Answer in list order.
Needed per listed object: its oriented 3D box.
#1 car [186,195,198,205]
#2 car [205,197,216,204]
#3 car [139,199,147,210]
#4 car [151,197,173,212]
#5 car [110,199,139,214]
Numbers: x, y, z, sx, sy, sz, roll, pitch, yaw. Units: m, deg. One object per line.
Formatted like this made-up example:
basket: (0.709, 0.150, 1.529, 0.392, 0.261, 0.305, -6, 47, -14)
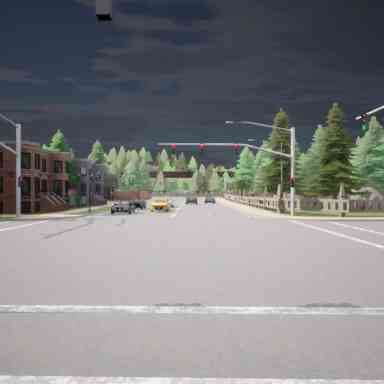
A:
car: (-0.069, 1.352, 60.161, 2.097, 1.767, 4.553, 0, 0, 0)
car: (3.526, 1.564, 65.142, 1.994, 1.385, 4.181, 0, 0, 0)
car: (-7.136, 1.601, 43.543, 1.895, 1.301, 4.718, 0, 0, 0)
car: (-3.639, 1.477, 38.767, 1.882, 1.535, 5.008, 0, 0, 0)
car: (-7.137, 1.564, 34.791, 1.994, 1.385, 4.181, 0, 0, 0)
